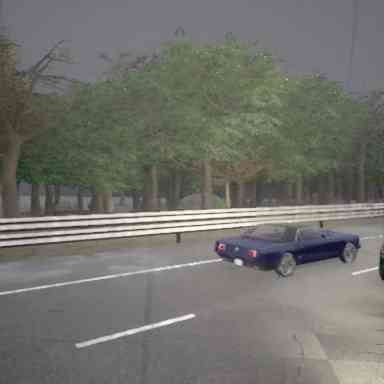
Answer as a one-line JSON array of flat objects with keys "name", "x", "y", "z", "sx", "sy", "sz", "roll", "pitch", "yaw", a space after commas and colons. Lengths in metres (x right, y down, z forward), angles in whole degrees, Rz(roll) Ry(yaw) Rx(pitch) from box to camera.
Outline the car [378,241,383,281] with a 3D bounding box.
[{"name": "car", "x": 6.702, "y": 1.316, "z": 8.285, "sx": 4.553, "sy": 1.767, "sz": 2.097, "roll": 0, "pitch": 0, "yaw": -34}]

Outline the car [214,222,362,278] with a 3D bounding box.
[{"name": "car", "x": 3.068, "y": 1.570, "z": 10.068, "sx": 4.718, "sy": 1.301, "sz": 1.895, "roll": 0, "pitch": 0, "yaw": -34}]
